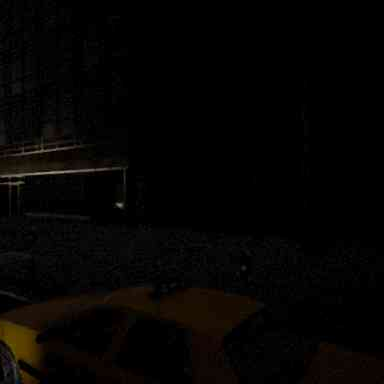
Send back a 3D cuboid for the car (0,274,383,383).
[{"bbox_3d":[-0.421,1.530,3.384,4.829,1.417,1.752,0,0,36],"label":"car"}]
